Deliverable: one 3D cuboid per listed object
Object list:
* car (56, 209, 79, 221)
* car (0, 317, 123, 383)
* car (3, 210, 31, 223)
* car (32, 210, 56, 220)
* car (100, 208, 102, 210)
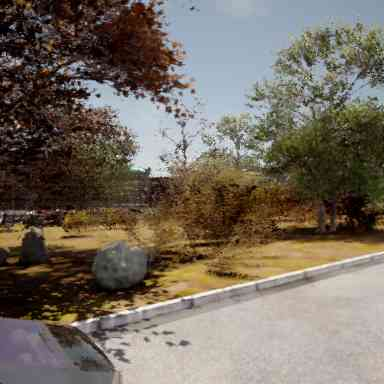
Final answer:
[{"bbox_3d":[-16.815,2.799,43.125,2.185,1.767,4.553,0,-1,-37],"label":"car"},{"bbox_3d":[-2.482,1.598,1.913,4.181,1.385,1.994,0,-1,-36],"label":"car"},{"bbox_3d":[-21.249,2.900,39.785,2.231,1.521,4.892,0,-1,-37],"label":"car"},{"bbox_3d":[-19.036,2.912,41.459,2.097,1.535,5.008,0,-1,-37],"label":"car"},{"bbox_3d":[-12.425,2.952,46.522,2.097,1.535,5.008,0,-1,-37],"label":"car"}]
